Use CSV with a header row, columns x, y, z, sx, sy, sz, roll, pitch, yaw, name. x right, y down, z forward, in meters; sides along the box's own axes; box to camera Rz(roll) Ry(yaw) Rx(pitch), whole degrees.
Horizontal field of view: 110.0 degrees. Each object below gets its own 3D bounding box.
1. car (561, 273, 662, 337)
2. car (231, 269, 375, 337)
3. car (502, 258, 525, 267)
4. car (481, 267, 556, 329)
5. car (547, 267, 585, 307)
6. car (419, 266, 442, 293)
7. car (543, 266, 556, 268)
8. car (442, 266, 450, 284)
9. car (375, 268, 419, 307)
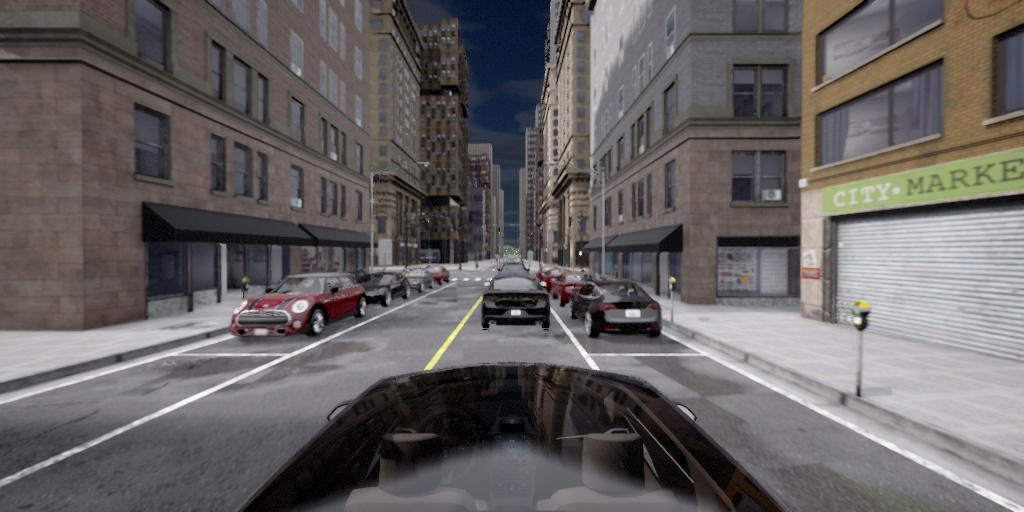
x,y,z,sx,sy,sz,roll,pitch,yaw,name
2.762,1.354,10.230,1.948,1.339,4.313,0,0,0,car
-5.763,1.228,10.230,1.967,1.591,4.097,0,0,0,car
0.103,1.199,23.111,2.097,1.767,4.553,0,0,0,car
0.103,1.271,11.425,1.882,1.535,5.008,0,0,0,car
2.763,1.358,15.734,1.888,1.381,4.507,0,0,0,car
-5.762,1.388,21.241,2.007,1.370,4.403,0,0,0,car
2.764,1.383,21.240,1.888,1.381,4.507,0,0,0,car
-5.761,1.408,26.746,1.888,1.381,4.507,0,0,0,car
-5.763,1.378,15.736,1.948,1.339,4.313,0,0,0,car
